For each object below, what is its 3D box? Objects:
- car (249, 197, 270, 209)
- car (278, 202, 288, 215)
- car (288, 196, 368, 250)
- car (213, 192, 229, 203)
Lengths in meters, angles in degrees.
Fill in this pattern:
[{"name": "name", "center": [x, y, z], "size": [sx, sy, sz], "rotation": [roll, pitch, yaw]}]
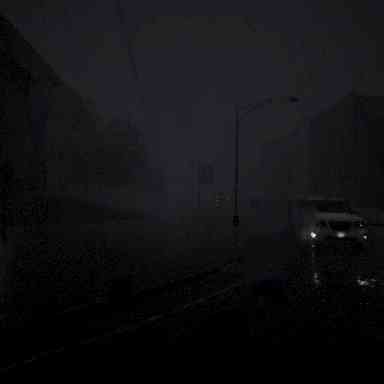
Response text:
[{"name": "car", "center": [9.015, 1.359, 44.495], "size": [1.882, 1.535, 5.008], "rotation": [1, 1, -3]}, {"name": "car", "center": [9.666, 1.605, 31.773], "size": [1.994, 1.385, 4.181], "rotation": [1, 0, -3]}, {"name": "car", "center": [5.910, 1.219, 14.915], "size": [2.150, 2.045, 5.566], "rotation": [1, 0, 9]}, {"name": "car", "center": [4.760, 0.814, 55.028], "size": [2.097, 1.767, 4.553], "rotation": [1, 2, -3]}]
